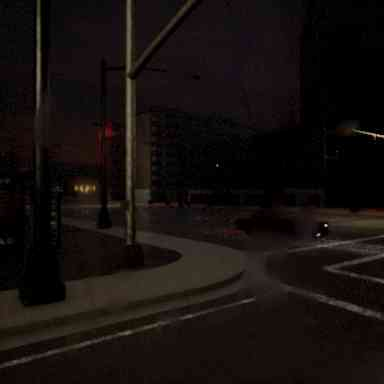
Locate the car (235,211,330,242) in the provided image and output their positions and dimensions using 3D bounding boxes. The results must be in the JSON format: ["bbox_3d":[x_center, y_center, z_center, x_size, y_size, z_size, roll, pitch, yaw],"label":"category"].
[{"bbox_3d":[4.464,1.665,16.961,1.895,1.301,4.718,0,0,-36],"label":"car"}]

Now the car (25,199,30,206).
[{"bbox_3d":[-38.015,2.331,75.645,2.128,1.511,4.902,0,0,-36],"label":"car"}]
